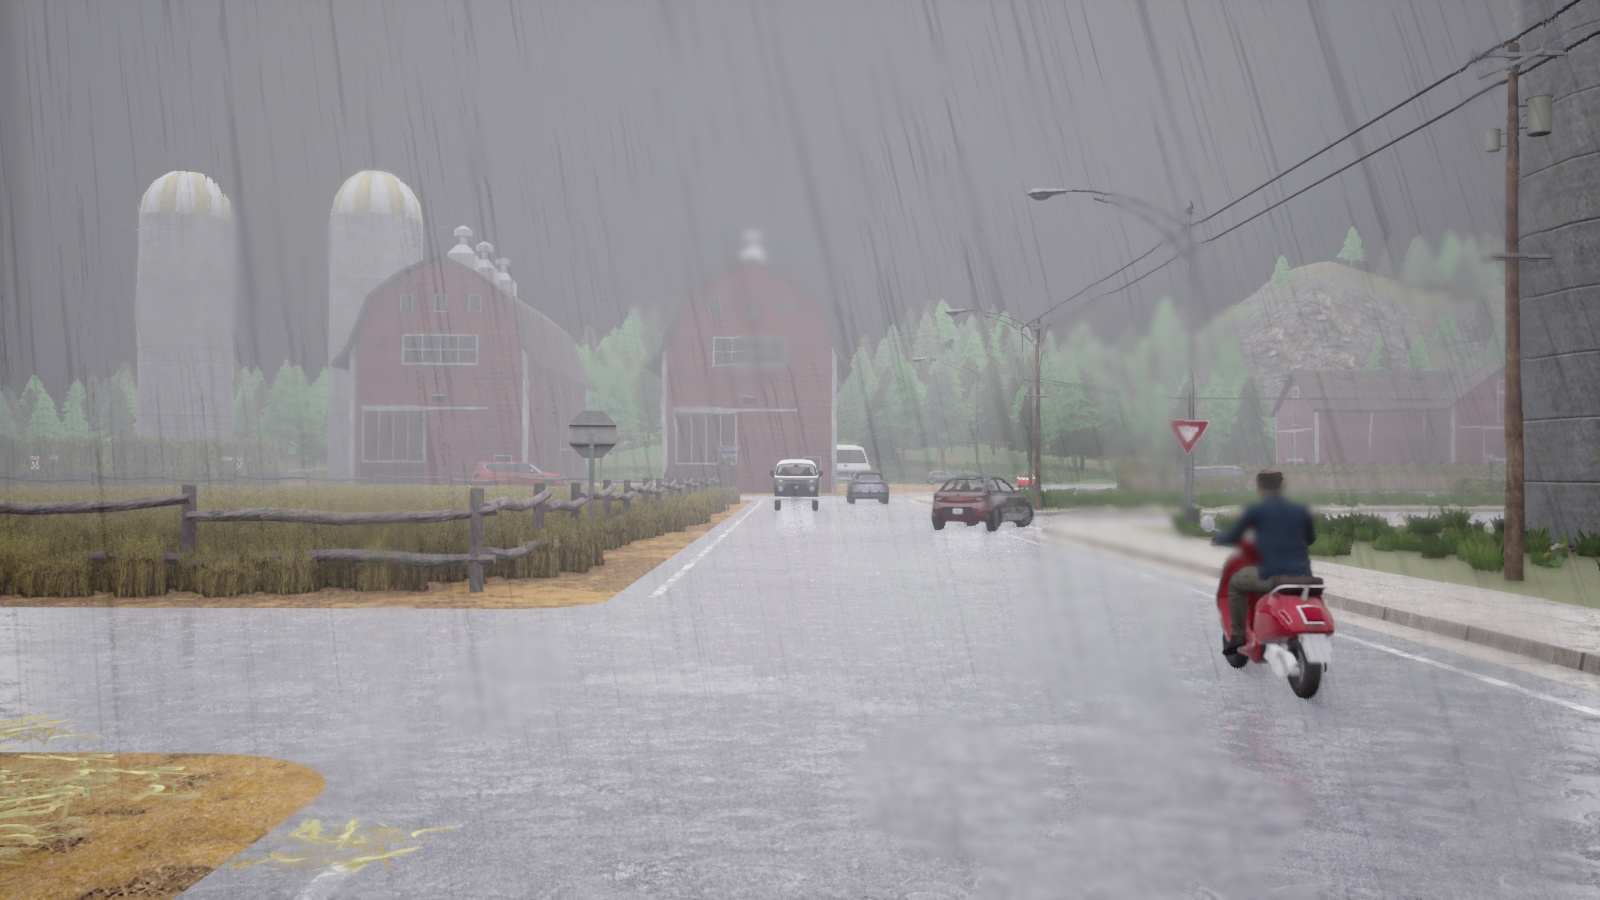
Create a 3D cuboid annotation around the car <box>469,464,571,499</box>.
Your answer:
[{"bbox_3d":[-16.379,1.832,73.598,5.566,2.045,2.150,0,-1,-3],"label":"car"}]

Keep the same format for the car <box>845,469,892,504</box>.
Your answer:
[{"bbox_3d":[3.315,1.765,61.698,2.033,1.649,4.856,0,-1,0],"label":"car"}]

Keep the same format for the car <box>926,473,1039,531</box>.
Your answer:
[{"bbox_3d":[5.091,1.387,34.570,1.816,1.474,4.193,-1,-1,27],"label":"car"}]

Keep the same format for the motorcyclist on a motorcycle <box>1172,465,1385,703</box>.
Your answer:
[{"bbox_3d":[3.474,0.910,9.324,0.866,1.590,1.817,0,-1,0],"label":"motorcyclist on a motorcycle"}]

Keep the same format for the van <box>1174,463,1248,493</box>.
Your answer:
[{"bbox_3d":[27.852,1.883,85.203,4.442,1.987,1.775,0,-1,0],"label":"van"}]

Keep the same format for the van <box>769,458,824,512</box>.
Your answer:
[{"bbox_3d":[-0.137,1.383,50.392,2.069,2.038,4.480,0,-1,0],"label":"van"}]
